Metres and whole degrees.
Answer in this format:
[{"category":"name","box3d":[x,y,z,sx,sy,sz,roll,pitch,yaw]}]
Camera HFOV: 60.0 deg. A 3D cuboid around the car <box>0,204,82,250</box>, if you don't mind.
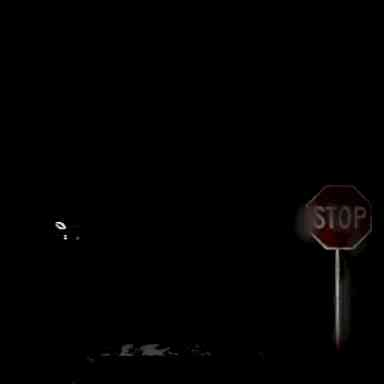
[{"category":"car","box3d":[-6.920,1.291,13.604,4.553,1.767,2.097,0,-1,0]}]
